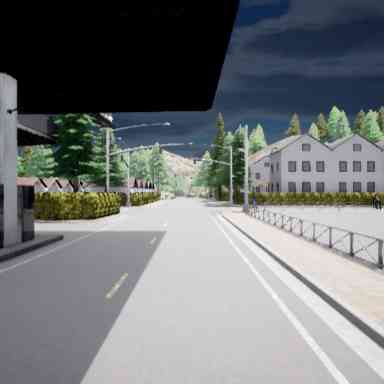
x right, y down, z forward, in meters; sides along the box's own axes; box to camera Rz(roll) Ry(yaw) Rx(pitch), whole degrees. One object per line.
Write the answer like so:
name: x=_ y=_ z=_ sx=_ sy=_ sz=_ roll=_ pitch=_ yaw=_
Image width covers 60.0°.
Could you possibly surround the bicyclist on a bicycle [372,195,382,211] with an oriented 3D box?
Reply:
bicyclist on a bicycle: x=18.295 y=1.084 z=33.000 sx=0.582 sy=1.620 sz=1.656 roll=0 pitch=0 yaw=0
